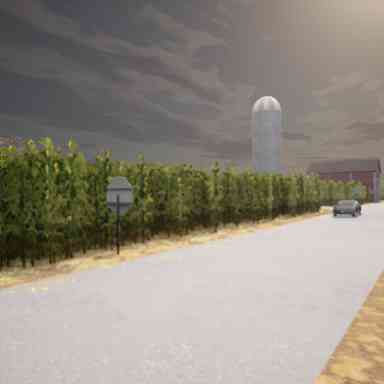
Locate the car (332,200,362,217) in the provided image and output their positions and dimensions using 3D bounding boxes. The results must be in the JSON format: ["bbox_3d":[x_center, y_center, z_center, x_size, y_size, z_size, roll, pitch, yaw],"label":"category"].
[{"bbox_3d":[14.502,1.502,31.014,1.837,1.490,4.892,-1,0,36],"label":"car"}]
